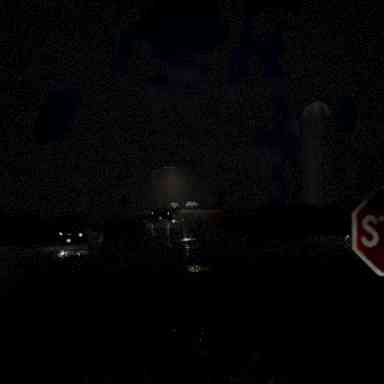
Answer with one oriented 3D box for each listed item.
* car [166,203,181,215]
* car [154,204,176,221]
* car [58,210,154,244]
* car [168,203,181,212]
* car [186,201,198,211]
[{"bbox_3d":[-2.889,2.240,44.476,2.128,1.511,4.902,0,-2,0],"label":"car"},{"bbox_3d":[-2.885,2.078,32.452,1.895,1.301,4.718,0,-1,0],"label":"car"},{"bbox_3d":[-4.702,1.889,18.451,2.033,1.411,5.357,-1,1,29],"label":"car"},{"bbox_3d":[-2.858,2.598,55.718,1.994,1.385,4.181,0,-2,1],"label":"car"},{"bbox_3d":[-0.070,2.494,59.886,2.097,1.767,4.553,0,-2,0],"label":"car"}]
